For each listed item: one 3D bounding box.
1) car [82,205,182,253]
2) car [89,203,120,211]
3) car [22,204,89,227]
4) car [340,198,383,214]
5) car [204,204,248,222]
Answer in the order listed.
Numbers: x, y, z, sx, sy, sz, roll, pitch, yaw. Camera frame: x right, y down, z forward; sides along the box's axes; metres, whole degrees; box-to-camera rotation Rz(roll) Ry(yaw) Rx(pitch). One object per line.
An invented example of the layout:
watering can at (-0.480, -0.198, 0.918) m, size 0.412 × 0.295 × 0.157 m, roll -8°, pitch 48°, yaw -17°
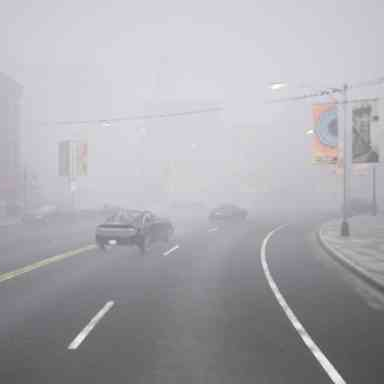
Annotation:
car at (-2.205, 1.530, 13.923) m, size 2.128 × 1.511 × 4.902 m, roll 0°, pitch 0°, yaw 13°
car at (-7.729, 1.675, 29.226) m, size 1.895 × 1.301 × 4.718 m, roll 0°, pitch 0°, yaw 30°
car at (-9.895, 1.585, 23.921) m, size 2.002 × 1.452 × 4.674 m, roll 0°, pitch 0°, yaw 20°
car at (18.915, 1.455, 37.515) m, size 4.553 × 1.767 × 2.097 m, roll 0°, pitch 0°, yaw -30°
car at (3.077, 1.640, 27.417) m, size 1.994 × 1.385 × 4.181 m, roll 0°, pitch 0°, yaw 31°
